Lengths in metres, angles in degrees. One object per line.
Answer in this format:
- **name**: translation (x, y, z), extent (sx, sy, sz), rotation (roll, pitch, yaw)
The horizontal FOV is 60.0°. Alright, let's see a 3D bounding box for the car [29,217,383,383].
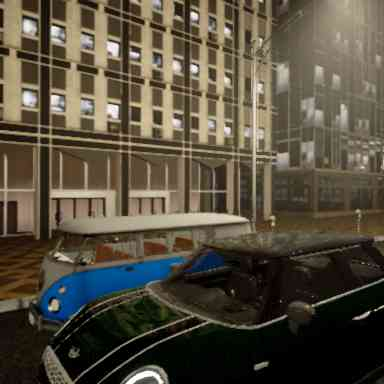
- **car**: translation (0.715, 1.334, 3.883), extent (4.553, 1.767, 2.097), rotation (0, 0, -35)

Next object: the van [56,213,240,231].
- **van**: translation (-0.640, 1.322, 6.091), extent (3.998, 1.788, 1.690), rotation (0, 1, -35)
